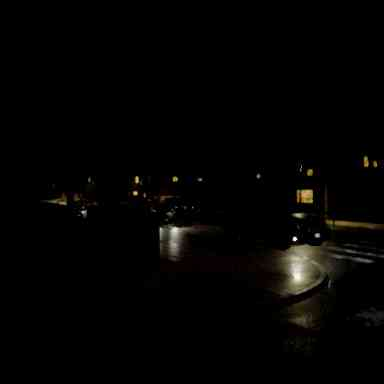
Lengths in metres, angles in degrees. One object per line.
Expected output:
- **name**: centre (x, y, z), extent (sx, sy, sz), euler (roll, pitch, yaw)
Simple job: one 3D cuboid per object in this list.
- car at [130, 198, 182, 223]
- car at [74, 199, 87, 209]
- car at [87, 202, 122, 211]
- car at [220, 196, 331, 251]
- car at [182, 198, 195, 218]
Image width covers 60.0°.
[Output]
- **car**: centre (-3.018, 1.377, 25.118), extent (2.097, 1.767, 4.553), euler (-2, 1, -33)
- **car**: centre (-14.501, 1.607, 42.527), extent (1.895, 1.301, 4.718), euler (-2, 1, -33)
- **car**: centre (-8.835, 1.618, 33.913), extent (1.895, 1.301, 4.718), euler (-2, 1, -33)
- **car**: centre (3.398, 1.257, 14.896), extent (2.150, 2.045, 5.566), euler (-2, 1, -28)
- **car**: centre (-1.732, 1.305, 28.502), extent (2.097, 1.767, 4.553), euler (-2, 1, -33)
